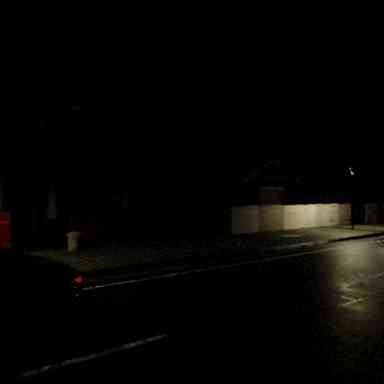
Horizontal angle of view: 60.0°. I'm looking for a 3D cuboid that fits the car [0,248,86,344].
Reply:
[{"bbox_3d":[-3.802,1.561,4.948,4.181,1.385,1.994,1,0,-35],"label":"car"}]
